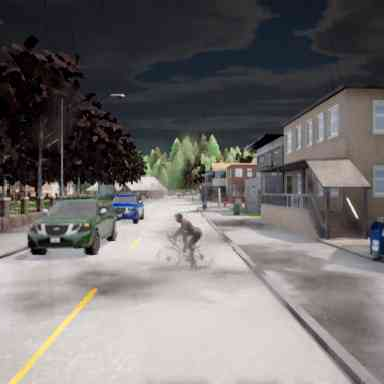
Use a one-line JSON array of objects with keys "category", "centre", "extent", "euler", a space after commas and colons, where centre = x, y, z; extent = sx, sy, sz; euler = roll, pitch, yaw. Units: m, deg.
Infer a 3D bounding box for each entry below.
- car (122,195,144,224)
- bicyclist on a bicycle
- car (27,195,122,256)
[{"category": "car", "centre": [-4.905, 1.221, 25.038], "extent": [2.150, 2.045, 5.566], "euler": [0, 0, -2]}, {"category": "bicyclist on a bicycle", "centre": [-0.202, 1.444, 9.647], "extent": [1.656, 1.620, 0.582], "euler": [-2, 0, -2]}, {"category": "car", "centre": [-4.523, 1.223, 13.527], "extent": [2.150, 2.045, 5.566], "euler": [0, 0, -2]}]
